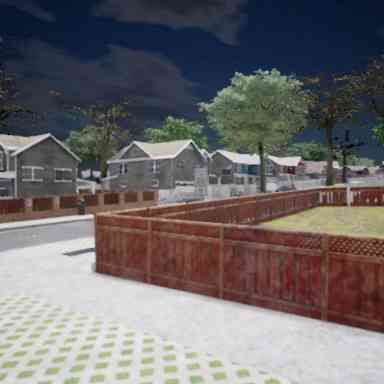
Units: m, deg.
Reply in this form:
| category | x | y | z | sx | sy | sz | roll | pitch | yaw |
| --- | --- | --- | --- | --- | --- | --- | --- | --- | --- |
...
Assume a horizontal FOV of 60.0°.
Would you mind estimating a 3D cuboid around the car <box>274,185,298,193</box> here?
| category | x | y | z | sx | sy | sz | roll | pitch | yaw |
| --- | --- | --- | --- | --- | --- | --- | --- | --- | --- |
| car | 13.032 | -0.213 | 45.862 | 2.033 | 1.411 | 5.357 | 0 | 2 | 36 |

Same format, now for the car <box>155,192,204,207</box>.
| category | x | y | z | sx | sy | sz | roll | pitch | yaw |
| --- | --- | --- | --- | --- | --- | --- | --- | --- | --- |
| car | -0.938 | 0.783 | 26.629 | 2.128 | 1.511 | 4.902 | 0 | 2 | 36 |
